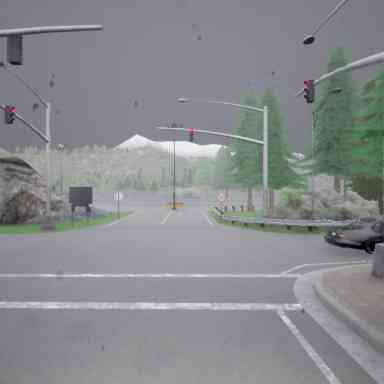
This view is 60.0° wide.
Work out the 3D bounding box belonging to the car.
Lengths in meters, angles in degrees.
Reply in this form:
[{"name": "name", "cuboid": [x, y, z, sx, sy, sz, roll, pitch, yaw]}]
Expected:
[{"name": "car", "cuboid": [8.297, 1.752, 13.612, 5.357, 1.411, 2.033, 0, 0, 0]}]
